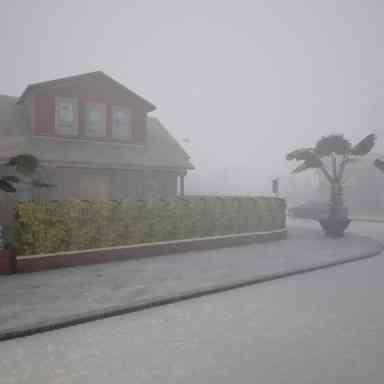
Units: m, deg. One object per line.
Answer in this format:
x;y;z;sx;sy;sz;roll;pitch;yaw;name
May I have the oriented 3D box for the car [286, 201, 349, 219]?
9.804;1.477;26.408;1.882;1.535;5.008;0;0;-34;car
